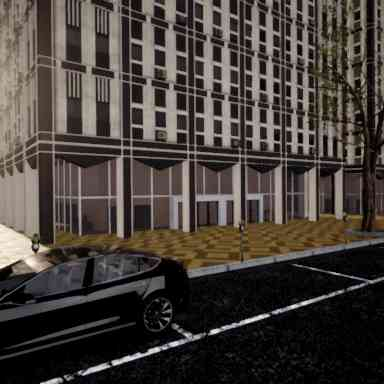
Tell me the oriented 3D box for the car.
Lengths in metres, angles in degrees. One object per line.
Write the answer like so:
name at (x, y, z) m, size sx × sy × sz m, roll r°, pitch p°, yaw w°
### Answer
car at (-2.033, 1.565, 5.116) m, size 4.313 × 1.339 × 1.947 m, roll 0°, pitch -1°, yaw -35°
